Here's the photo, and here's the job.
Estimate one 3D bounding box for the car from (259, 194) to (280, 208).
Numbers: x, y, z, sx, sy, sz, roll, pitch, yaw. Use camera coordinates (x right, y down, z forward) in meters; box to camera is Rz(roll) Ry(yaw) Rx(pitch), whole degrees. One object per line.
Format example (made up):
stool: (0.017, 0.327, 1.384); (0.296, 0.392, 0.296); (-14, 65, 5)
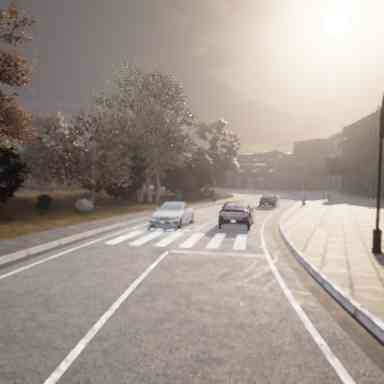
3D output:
car: (9.185, 1.025, 39.523); (1.837, 1.490, 4.892); (2, 2, 21)

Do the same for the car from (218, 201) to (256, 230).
car: (2.756, 1.319, 20.158); (2.128, 1.511, 4.902); (1, 1, 13)

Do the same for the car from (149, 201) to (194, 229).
car: (-1.082, 1.297, 19.996); (1.812, 1.442, 4.674); (1, 1, 13)
